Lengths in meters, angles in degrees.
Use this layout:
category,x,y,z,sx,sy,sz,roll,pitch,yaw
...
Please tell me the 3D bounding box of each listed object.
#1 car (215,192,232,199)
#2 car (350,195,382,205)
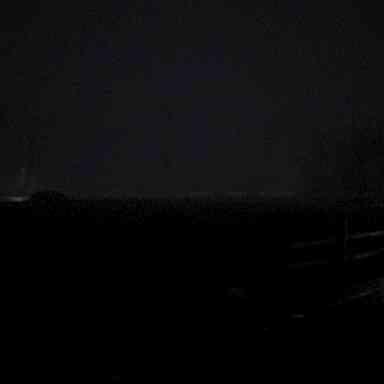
category,x,y,z,sx,sy,sz,roll,pitch,yaw
car,7.705,0.843,80.391,2.097,1.767,4.553,-1,1,-35
car,27.452,1.226,52.538,1.812,1.442,4.674,-1,1,-35
